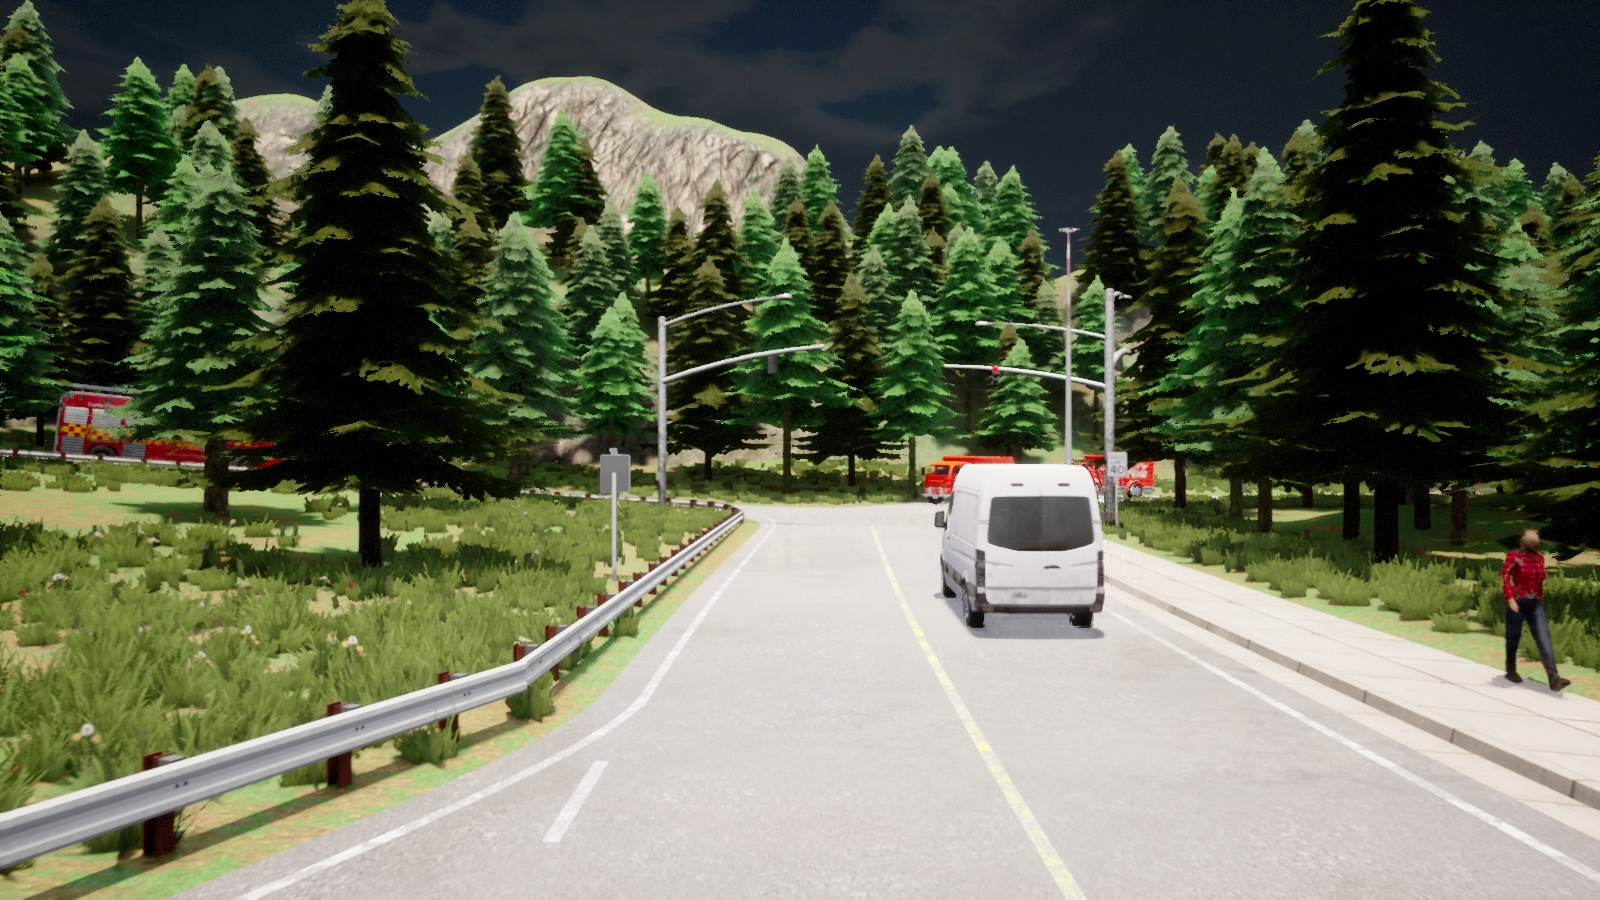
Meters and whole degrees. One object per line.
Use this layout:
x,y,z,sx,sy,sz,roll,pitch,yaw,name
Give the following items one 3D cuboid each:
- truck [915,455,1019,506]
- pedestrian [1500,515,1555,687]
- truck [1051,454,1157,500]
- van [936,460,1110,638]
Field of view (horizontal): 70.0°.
8.562,1.505,58.419,5.204,2.467,2.627,1,0,-44,truck
8.071,1.659,12.684,0.375,1.860,0.375,0,0,4,pedestrian
17.217,1.509,64.713,5.204,2.467,2.627,1,0,-22,truck
3.648,1.492,19.828,1.988,2.561,5.915,0,0,1,van
